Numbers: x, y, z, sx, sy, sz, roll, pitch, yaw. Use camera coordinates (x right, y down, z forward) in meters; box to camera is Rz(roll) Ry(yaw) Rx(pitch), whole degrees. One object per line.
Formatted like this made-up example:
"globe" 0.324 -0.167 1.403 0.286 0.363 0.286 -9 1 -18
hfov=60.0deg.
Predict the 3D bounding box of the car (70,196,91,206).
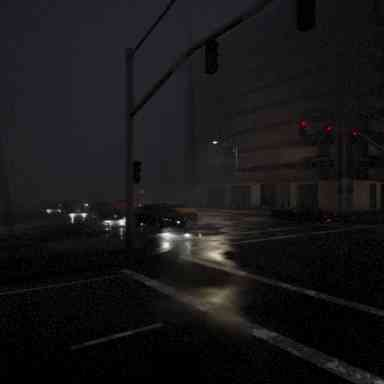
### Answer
"car" -19.845 1.547 58.985 2.128 1.511 4.902 0 0 -35

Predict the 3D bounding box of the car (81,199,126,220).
"car" -7.853 1.603 29.662 2.033 1.411 5.357 0 0 -35

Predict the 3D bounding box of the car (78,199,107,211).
"car" -12.893 1.603 42.826 2.033 1.411 5.357 0 0 -35

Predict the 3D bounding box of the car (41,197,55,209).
"car" -19.750 1.533 46.503 1.882 1.535 5.008 0 0 -35

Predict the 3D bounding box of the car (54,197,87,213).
"car" -13.707 1.603 37.926 2.033 1.411 5.357 0 0 -35

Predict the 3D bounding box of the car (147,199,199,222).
"car" -1.443 1.533 26.679 1.882 1.535 5.008 0 0 -35

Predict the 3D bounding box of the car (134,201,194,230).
"car" -2.215 1.560 21.721 1.837 1.490 4.892 0 0 -35

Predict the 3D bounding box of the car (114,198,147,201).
"car" -6.813 1.407 34.245 2.097 1.767 4.553 0 0 -35

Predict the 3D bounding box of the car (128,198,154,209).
"car" -7.293 1.581 47.352 1.812 1.442 4.674 0 0 -35

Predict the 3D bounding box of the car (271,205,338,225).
"car" 8.222 1.658 24.888 1.895 1.301 4.718 0 0 -37
